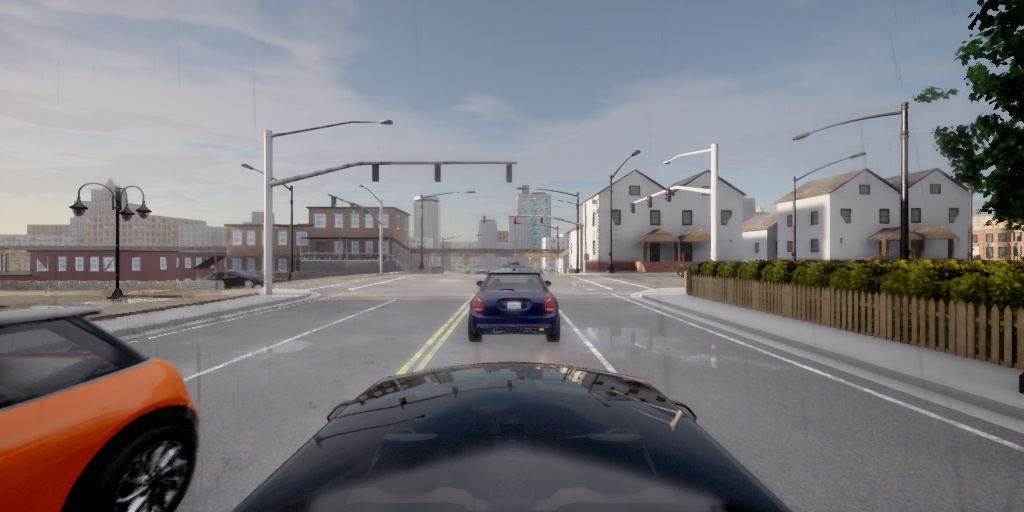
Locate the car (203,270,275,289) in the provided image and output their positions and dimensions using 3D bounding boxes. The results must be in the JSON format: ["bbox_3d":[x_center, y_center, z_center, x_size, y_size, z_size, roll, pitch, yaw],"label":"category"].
[{"bbox_3d":[-20.506,1.789,26.777,4.892,1.490,1.837,-5,0,-1],"label":"car"}]

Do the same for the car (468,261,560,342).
[{"bbox_3d":[0.056,1.102,9.967,2.097,1.767,4.553,0,0,0],"label":"car"}]

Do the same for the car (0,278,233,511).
[{"bbox_3d":[-3.594,1.102,0.962,2.097,1.767,4.553,0,0,0],"label":"car"}]

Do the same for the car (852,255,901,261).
[{"bbox_3d":[31.281,0.972,31.309,5.566,2.045,2.150,0,0,-1],"label":"car"}]

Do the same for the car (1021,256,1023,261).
[{"bbox_3d":[42.787,0.971,27.795,5.566,2.045,2.150,0,0,-1],"label":"car"}]

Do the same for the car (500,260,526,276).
[{"bbox_3d":[0.018,1.335,39.328,2.128,1.511,4.902,0,-5,-8],"label":"car"}]

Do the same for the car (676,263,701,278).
[{"bbox_3d":[16.563,1.314,31.071,4.181,1.385,1.994,0,0,-1],"label":"car"}]
